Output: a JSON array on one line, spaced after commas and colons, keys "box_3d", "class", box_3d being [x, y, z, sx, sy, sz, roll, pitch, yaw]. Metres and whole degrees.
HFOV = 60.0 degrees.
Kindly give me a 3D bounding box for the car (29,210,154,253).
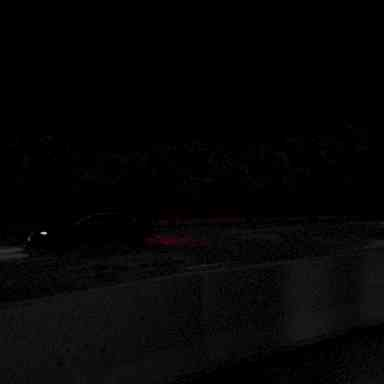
[{"box_3d": [-3.957, 1.499, 13.676, 4.902, 1.511, 2.128, 1, 0, -32], "class": "car"}]
